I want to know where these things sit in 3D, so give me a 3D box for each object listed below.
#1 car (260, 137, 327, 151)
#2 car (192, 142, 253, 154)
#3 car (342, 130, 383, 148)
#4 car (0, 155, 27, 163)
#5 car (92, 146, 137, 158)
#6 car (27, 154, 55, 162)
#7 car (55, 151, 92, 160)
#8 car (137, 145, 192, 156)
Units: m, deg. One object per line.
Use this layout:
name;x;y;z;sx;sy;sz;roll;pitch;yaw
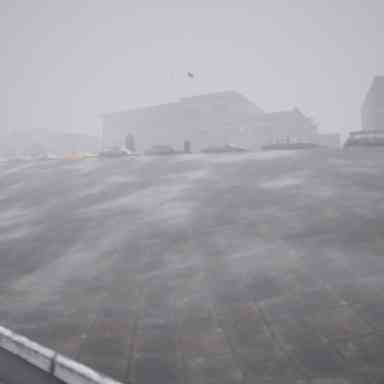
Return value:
car;7.559;-3.326;24.939;4.892;1.521;2.231;1;1;27
car;2.728;-3.369;27.398;4.674;1.452;2.002;1;1;28
car;12.640;-3.349;22.496;4.553;1.767;2.185;1;1;26
car;-21.242;-3.817;41.582;4.892;1.521;2.231;1;0;34
car;-7.130;-3.701;32.807;4.553;1.767;2.185;1;1;31
car;-16.595;-3.700;38.553;4.674;1.452;2.002;1;1;33
car;-11.883;-3.657;35.623;5.008;1.535;2.097;1;1;32
car;-2.136;-3.461;30.006;4.792;1.488;2.163;1;1;29
